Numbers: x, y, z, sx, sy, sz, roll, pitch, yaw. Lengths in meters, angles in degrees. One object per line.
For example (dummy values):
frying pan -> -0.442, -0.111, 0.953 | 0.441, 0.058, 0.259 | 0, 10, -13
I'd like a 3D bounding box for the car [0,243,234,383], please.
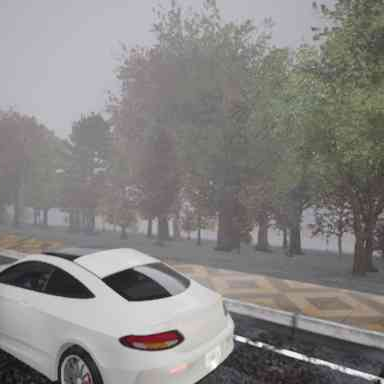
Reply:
car -> -1.666, 1.482, 4.739 | 4.674, 1.442, 1.812 | 1, 0, 35
